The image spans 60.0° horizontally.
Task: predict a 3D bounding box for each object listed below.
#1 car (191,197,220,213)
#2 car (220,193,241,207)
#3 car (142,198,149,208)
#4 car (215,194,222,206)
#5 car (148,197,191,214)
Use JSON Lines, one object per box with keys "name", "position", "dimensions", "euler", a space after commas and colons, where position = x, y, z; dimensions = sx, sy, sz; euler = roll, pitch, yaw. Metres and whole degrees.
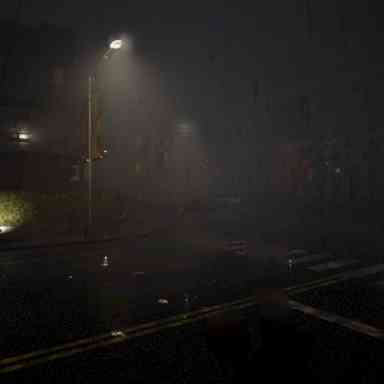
{"name": "car", "position": [0.669, 1.566, 36.667], "dimensions": [1.994, 1.385, 4.181], "euler": [0, 0, -35]}
{"name": "car", "position": [5.001, 1.225, 50.900], "dimensions": [2.150, 2.045, 5.566], "euler": [0, 0, -34]}
{"name": "car", "position": [-5.132, 1.494, 45.095], "dimensions": [2.128, 1.511, 4.902], "euler": [0, 0, -34]}
{"name": "car", "position": [1.742, 1.481, 49.482], "dimensions": [1.882, 1.535, 5.008], "euler": [0, 0, -35]}
{"name": "car", "position": [-2.416, 1.528, 34.972], "dimensions": [1.812, 1.442, 4.674], "euler": [0, 0, -35]}
